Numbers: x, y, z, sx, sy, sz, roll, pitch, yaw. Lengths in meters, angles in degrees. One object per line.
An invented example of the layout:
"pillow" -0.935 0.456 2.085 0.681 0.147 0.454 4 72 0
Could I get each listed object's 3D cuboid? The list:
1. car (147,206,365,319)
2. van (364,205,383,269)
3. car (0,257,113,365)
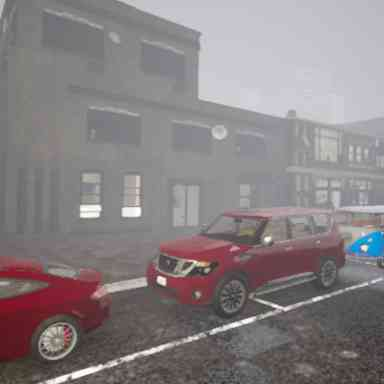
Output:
"car" 1.496 1.314 7.591 5.009 1.841 2.192 0 1 -35
"van" 6.134 1.339 10.882 3.998 1.788 1.690 0 1 -35
"car" -3.148 1.583 4.309 4.206 1.307 1.802 0 1 -35
